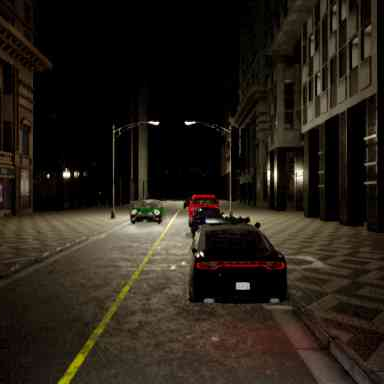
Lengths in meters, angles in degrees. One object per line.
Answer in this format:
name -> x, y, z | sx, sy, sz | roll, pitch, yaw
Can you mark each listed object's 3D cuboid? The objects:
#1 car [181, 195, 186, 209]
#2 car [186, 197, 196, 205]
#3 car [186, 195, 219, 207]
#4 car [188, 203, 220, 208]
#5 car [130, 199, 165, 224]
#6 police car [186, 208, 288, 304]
car -> -0.099, 1.410, 46.054 | 2.097, 1.767, 4.553 | 0, 0, 0
car -> -0.175, 1.700, 61.822 | 1.895, 1.301, 4.718 | 0, 0, 0
car -> 0.832, 1.243, 24.279 | 2.150, 2.045, 5.566 | 0, 0, 0
car -> 0.849, 1.536, 18.248 | 1.812, 1.442, 4.674 | 0, 0, 0
car -> -3.170, 1.370, 24.544 | 2.097, 1.767, 4.553 | 0, 0, 0
police car -> 0.877, 1.429, 8.357 | 1.930, 1.638, 5.238 | 0, 0, 0
